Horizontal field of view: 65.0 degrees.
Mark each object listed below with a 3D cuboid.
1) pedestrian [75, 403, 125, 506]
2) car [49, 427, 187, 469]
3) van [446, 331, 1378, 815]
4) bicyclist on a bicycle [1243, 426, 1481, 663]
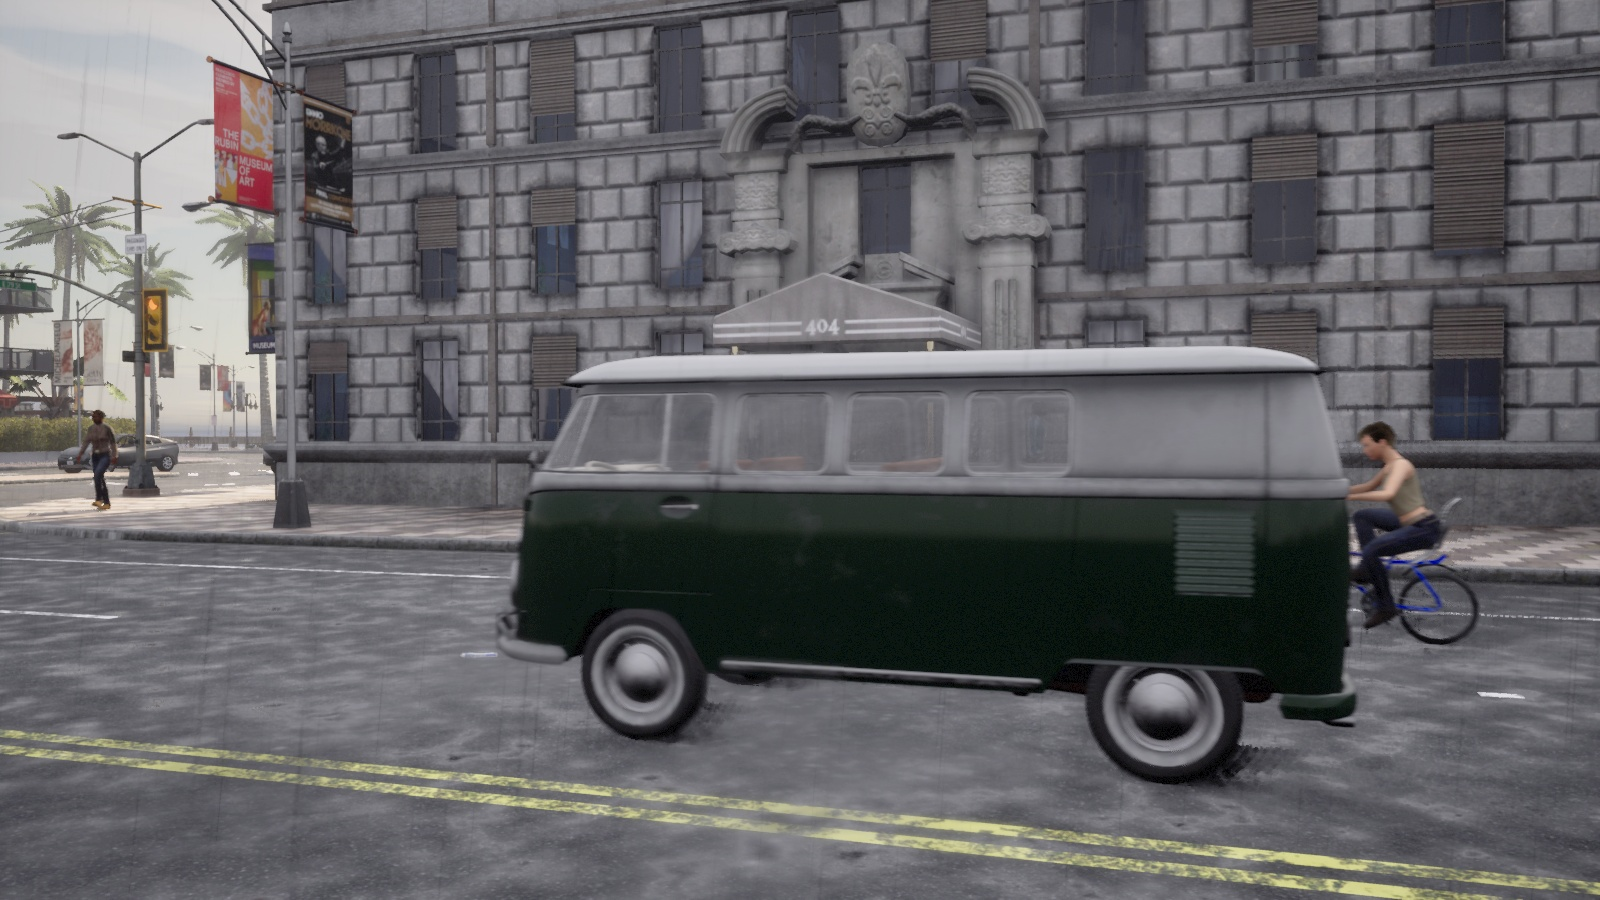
[{"bbox_3d":[-12.578,0.075,22.565,0.328,1.805,0.869,0,1,7],"label":"pedestrian"},{"bbox_3d":[-26.233,-0.102,48.491,2.007,1.525,4.514,1,1,19],"label":"car"},{"bbox_3d":[0.537,0.474,6.700,4.442,1.987,1.775,1,1,19],"label":"van"},{"bbox_3d":[4.058,0.631,9.208,1.509,1.612,0.866,1,1,19],"label":"bicyclist on a bicycle"}]
